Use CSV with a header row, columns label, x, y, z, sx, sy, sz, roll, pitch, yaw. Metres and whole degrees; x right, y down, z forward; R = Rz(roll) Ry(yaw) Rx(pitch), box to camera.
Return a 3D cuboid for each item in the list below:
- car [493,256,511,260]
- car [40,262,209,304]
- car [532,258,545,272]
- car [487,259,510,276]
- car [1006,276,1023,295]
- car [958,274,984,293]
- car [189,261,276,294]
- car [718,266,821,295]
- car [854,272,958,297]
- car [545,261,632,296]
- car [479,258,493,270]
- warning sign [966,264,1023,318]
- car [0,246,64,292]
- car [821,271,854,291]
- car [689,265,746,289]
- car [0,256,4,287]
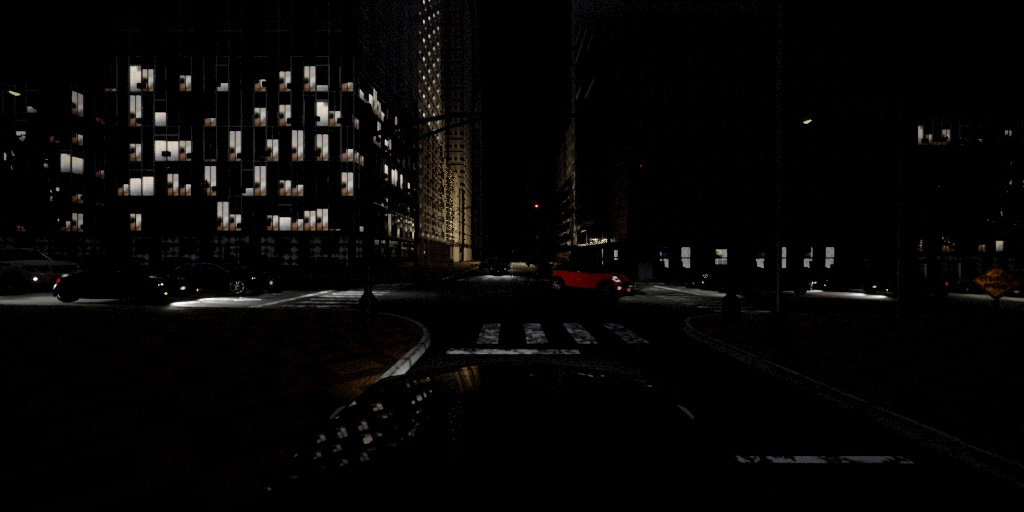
label,x,y,z,sx,sy,sz,roll,pitch,yaw
car,-1.419,0.980,56.035,2.150,2.045,5.566,0,0,0
car,-15.044,1.063,14.147,4.181,1.385,1.994,1,0,-2
car,4.053,1.329,46.644,1.948,1.339,4.313,0,0,0
car,-1.399,1.292,38.457,1.812,1.442,4.674,0,0,0
car,34.486,1.745,23.005,4.553,1.767,2.097,1,0,-2
car,33.780,1.980,26.229,4.718,1.301,1.895,1,0,-3
car,-14.246,1.004,17.443,4.902,1.511,2.128,1,0,-3
car,15.856,1.564,22.211,4.892,1.490,1.837,1,0,-4
car,24.723,1.782,22.588,4.181,1.385,1.994,1,0,-3
car,4.512,1.187,20.620,4.553,1.767,2.097,2,0,39
car,-3.885,1.342,52.159,1.802,1.307,4.207,0,0,0
warning sign,17.306,1.204,12.804,1.060,1.860,1.300,0,0,-2
car,-24.086,0.553,17.005,5.566,2.045,2.150,1,0,-2
car,23.686,1.763,25.810,4.181,1.385,1.994,1,0,-5
car,15.064,1.396,25.418,4.553,1.767,2.097,1,0,-3
car,-23.691,0.832,13.773,4.902,1.511,2.128,1,0,-3
